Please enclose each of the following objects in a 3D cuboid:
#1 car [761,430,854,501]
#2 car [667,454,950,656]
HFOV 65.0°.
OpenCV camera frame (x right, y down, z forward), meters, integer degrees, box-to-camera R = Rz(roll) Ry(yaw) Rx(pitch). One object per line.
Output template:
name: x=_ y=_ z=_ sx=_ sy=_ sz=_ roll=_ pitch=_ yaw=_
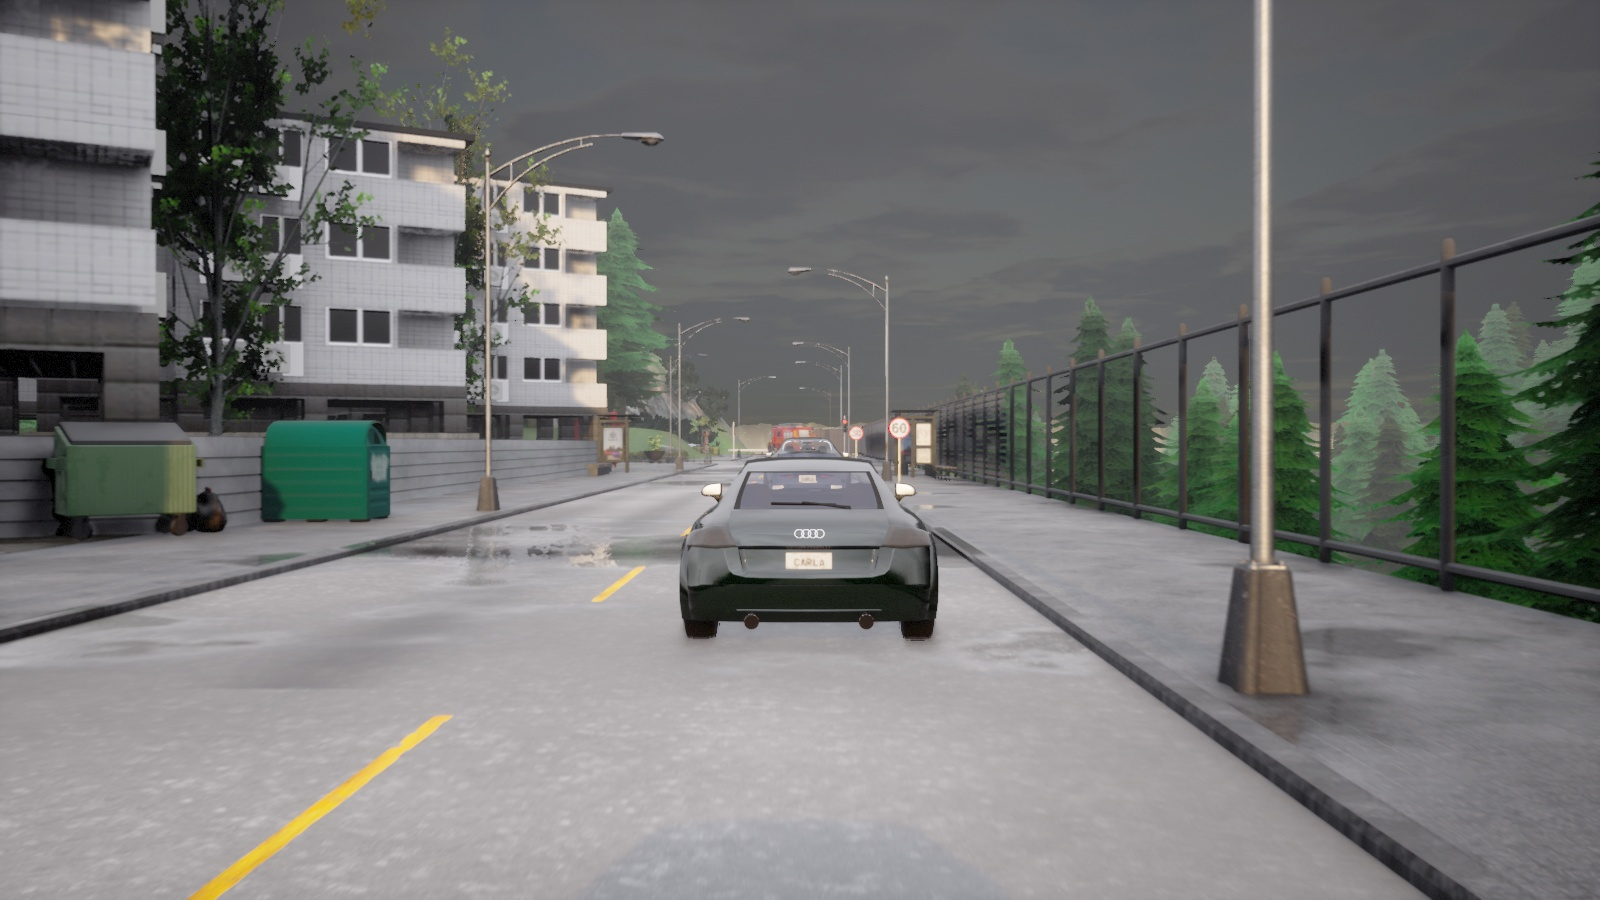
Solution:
car: x=0.183 y=0.347 z=31.660 sx=2.152 sy=1.651 sz=5.027 roll=0 pitch=0 yaw=0
car: x=0.073 y=0.749 z=10.939 sx=1.994 sy=1.385 sz=4.181 roll=0 pitch=0 yaw=0
